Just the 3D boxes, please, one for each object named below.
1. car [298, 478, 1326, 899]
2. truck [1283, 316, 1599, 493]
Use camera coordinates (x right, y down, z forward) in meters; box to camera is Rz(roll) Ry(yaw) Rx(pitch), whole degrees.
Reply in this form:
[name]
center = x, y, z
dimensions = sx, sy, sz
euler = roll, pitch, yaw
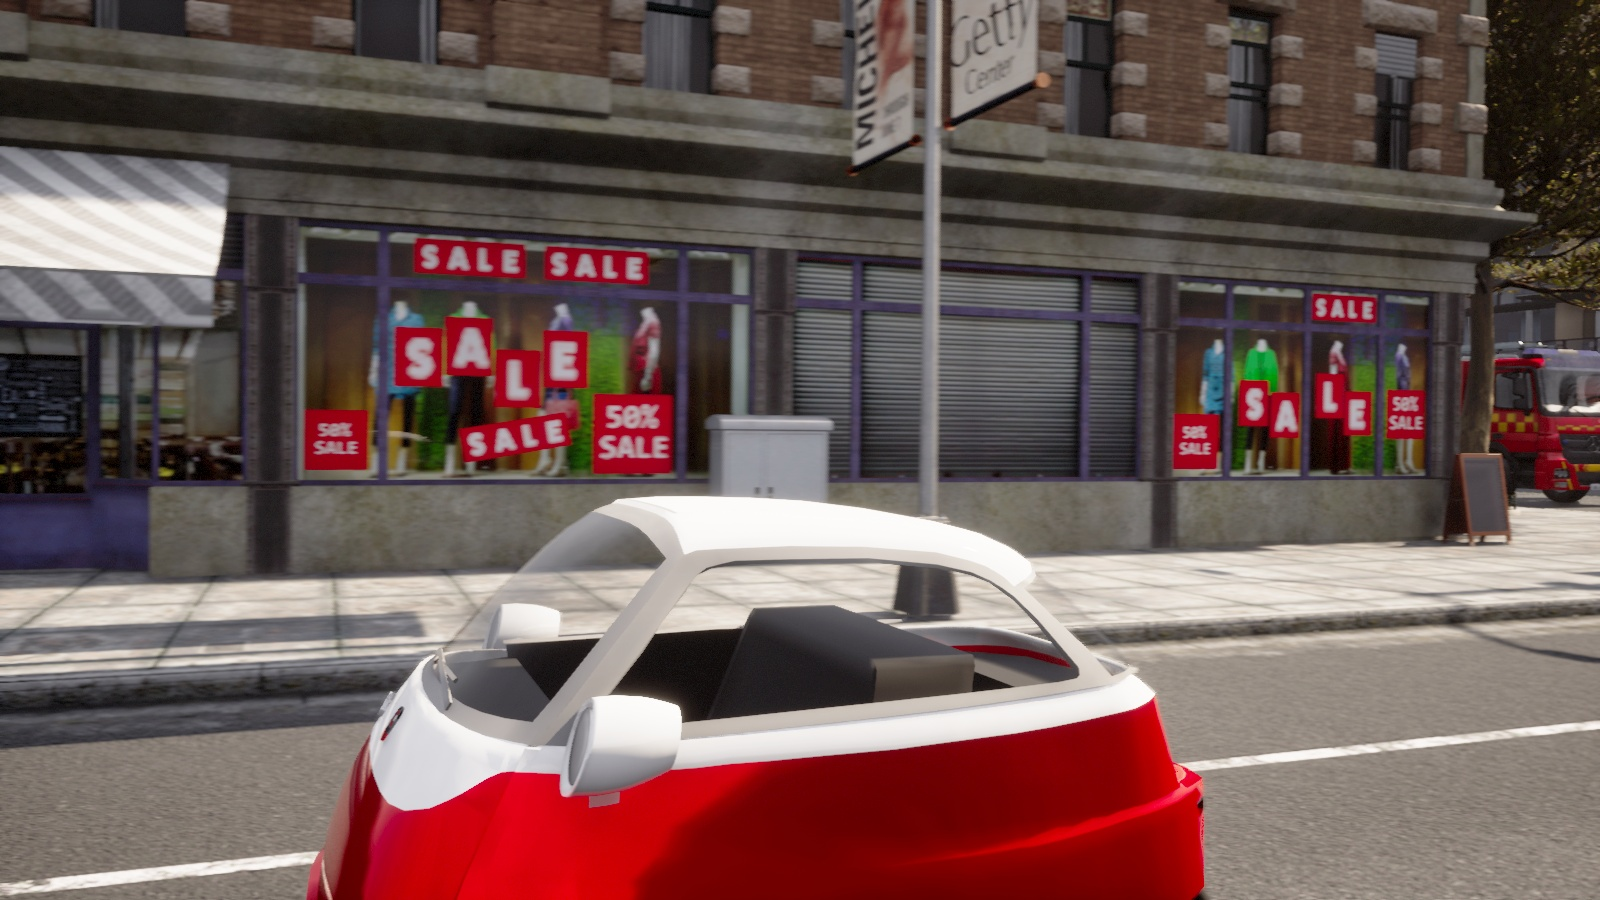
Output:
[car]
center = -0.075, 0.801, 3.212
dimensions = 2.207, 1.376, 1.481
euler = -1, 1, -21
[truck]
center = 16.396, -1.059, 31.737
dimensions = 2.891, 3.827, 8.468
euler = -1, 1, -21
